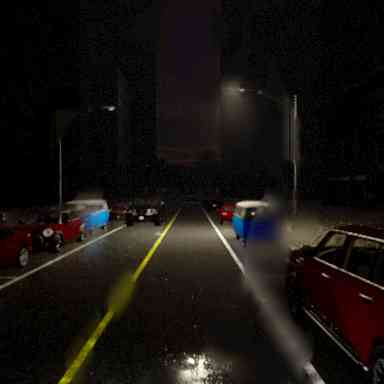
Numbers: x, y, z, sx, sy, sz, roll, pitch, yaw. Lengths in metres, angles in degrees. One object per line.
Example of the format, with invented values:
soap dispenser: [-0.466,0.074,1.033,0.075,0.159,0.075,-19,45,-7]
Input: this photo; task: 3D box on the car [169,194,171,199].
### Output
car: [-5.848,1.545,65.878,1.947,1.339,4.313,-1,0,0]

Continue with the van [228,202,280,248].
van: [2.770,1.346,14.601,1.690,1.788,3.998,-1,0,0]

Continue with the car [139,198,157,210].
car: [-5.824,1.548,44.366,1.887,1.381,4.507,-1,0,0]

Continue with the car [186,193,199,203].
car: [-0.079,1.508,67.462,1.812,1.442,4.674,0,0,0]

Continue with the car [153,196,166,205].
car: [-5.842,1.538,60.499,2.008,1.369,4.403,-1,0,0]

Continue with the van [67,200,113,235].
van: [-5.796,1.346,18.281,1.690,1.788,3.998,-1,0,0]

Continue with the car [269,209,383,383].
car: [2.770,1.317,4.426,2.192,1.841,5.009,-1,0,0]

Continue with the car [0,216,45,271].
car: [-5.783,1.548,8.509,1.887,1.381,4.507,-1,0,0]

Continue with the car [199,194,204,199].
car: [2.683,1.512,60.854,1.752,1.417,4.829,-1,0,0]

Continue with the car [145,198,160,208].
car: [-5.830,1.582,49.744,1.802,1.307,4.206,-1,0,0]

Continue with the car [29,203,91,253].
car: [-5.789,1.445,13.394,1.967,1.590,4.097,-1,0,0]

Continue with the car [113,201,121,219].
car: [-5.807,1.447,28.232,1.967,1.590,4.097,-1,0,0]

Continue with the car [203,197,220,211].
car: [2.707,1.571,39.872,1.947,1.339,4.313,-1,0,0]

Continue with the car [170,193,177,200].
car: [-5.878,1.500,92.849,1.802,1.307,4.206,-1,0,0]

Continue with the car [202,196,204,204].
car: [2.701,1.569,45.076,1.947,1.339,4.313,-1,0,0]

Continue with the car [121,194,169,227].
car: [-3.064,1.229,23.081,2.150,2.045,5.566,0,0,0]

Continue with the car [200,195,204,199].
car: [2.695,1.550,50.278,2.008,1.369,4.403,-1,0,0]

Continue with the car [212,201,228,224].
car: [2.725,1.588,24.265,1.802,1.307,4.206,-1,0,0]
